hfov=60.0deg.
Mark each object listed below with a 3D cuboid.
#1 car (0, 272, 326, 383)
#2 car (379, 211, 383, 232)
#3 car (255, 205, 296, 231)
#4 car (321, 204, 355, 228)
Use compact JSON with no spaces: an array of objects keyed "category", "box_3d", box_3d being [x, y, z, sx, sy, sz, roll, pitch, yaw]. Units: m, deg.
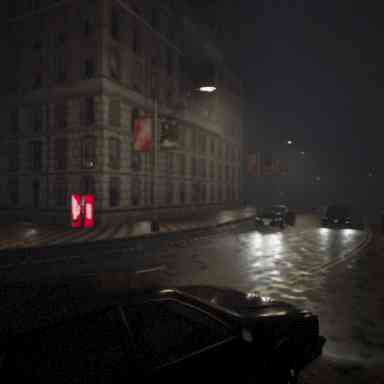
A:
[{"category":"car","box_3d":[-0.851,1.569,3.203,5.357,1.411,2.033,0,0,-40]},{"category":"car","box_3d":[12.941,1.649,20.852,2.128,1.511,4.902,0,0,29]},{"category":"car","box_3d":[5.675,1.650,22.304,2.128,1.511,4.902,0,0,28]},{"category":"car","box_3d":[10.581,1.681,24.045,1.837,1.490,4.892,0,0,27]}]
